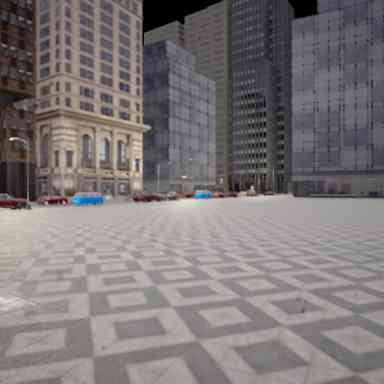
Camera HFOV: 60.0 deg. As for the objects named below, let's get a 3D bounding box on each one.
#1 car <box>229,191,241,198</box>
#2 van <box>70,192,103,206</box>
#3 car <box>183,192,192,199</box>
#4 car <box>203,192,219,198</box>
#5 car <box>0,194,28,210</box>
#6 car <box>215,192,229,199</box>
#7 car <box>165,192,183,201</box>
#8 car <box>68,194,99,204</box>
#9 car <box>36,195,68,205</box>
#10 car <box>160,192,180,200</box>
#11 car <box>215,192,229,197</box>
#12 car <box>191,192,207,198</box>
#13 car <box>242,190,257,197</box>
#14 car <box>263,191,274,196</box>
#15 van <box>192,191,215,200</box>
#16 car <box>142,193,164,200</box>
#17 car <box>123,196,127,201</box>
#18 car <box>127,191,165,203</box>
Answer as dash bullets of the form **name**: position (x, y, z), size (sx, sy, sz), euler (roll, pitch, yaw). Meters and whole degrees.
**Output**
- **car**: position (8.647, 0.718, 74.929), size (1.887, 1.381, 4.507), euler (1, 1, 36)
- **van**: position (-13.565, 0.962, 43.825), size (1.690, 1.788, 3.998), euler (1, 1, 36)
- **car**: position (-1.460, 0.787, 75.445), size (1.887, 1.381, 4.507), euler (1, 1, 36)
- **car**: position (4.886, 0.684, 84.330), size (2.008, 1.369, 4.403), euler (1, 1, 36)
- **car**: position (-19.911, 1.082, 34.939), size (2.192, 1.841, 5.009), euler (1, 1, 36)
- **car**: position (5.474, 0.669, 70.485), size (1.967, 1.590, 4.097), euler (1, 1, 36)
- **car**: position (-4.045, 0.966, 57.157), size (2.008, 1.369, 4.403), euler (1, 1, 36)
- **car**: position (-17.324, 1.114, 53.233), size (2.008, 1.369, 4.403), euler (1, 1, 36)
- **car**: position (-20.497, 1.179, 48.790), size (1.887, 1.381, 4.507), euler (1, 1, 36)
- **car**: position (-4.632, 0.741, 71.001), size (1.967, 1.590, 4.097), euler (1, 1, 36)
- **car**: position (8.058, 0.650, 88.773), size (1.947, 1.339, 4.313), euler (1, 1, 36)
- **car**: position (1.713, 0.768, 79.888), size (1.802, 1.307, 4.206), euler (1, 1, 36)
- **car**: position (14.993, 0.653, 83.815), size (1.802, 1.307, 4.206), euler (0, 1, 36)
- **car**: position (21.339, 0.526, 92.700), size (1.887, 1.381, 4.507), euler (0, 1, 36)
- **van**: position (2.301, 0.629, 66.041), size (1.690, 1.788, 3.998), euler (1, 1, 36)
- **car**: position (-7.805, 0.914, 66.561), size (2.008, 1.369, 4.403), euler (1, 1, 36)
- **car**: position (-10.978, 0.979, 62.118), size (2.008, 1.369, 4.403), euler (1, 1, 36)
- **car**: position (-7.218, 0.798, 52.711), size (2.192, 1.841, 5.009), euler (1, 1, 36)
